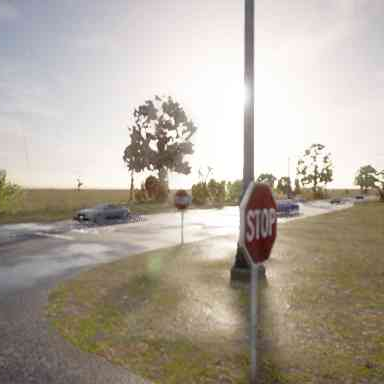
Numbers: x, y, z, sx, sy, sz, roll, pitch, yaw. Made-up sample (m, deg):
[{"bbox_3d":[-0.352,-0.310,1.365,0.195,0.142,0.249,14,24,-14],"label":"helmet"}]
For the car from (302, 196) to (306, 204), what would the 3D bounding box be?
[{"bbox_3d":[20.637,1.586,64.156,2.128,1.511,4.902,1,0,34],"label":"car"}]

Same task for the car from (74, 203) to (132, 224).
[{"bbox_3d":[-6.359,1.514,24.076,1.994,1.385,4.181,1,0,34],"label":"car"}]

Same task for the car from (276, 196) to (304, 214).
[{"bbox_3d":[10.153,1.534,36.035,1.882,1.535,5.008,1,0,34],"label":"car"}]

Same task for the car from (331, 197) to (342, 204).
[{"bbox_3d":[29.921,1.664,68.869,2.033,1.411,5.357,1,0,27],"label":"car"}]
